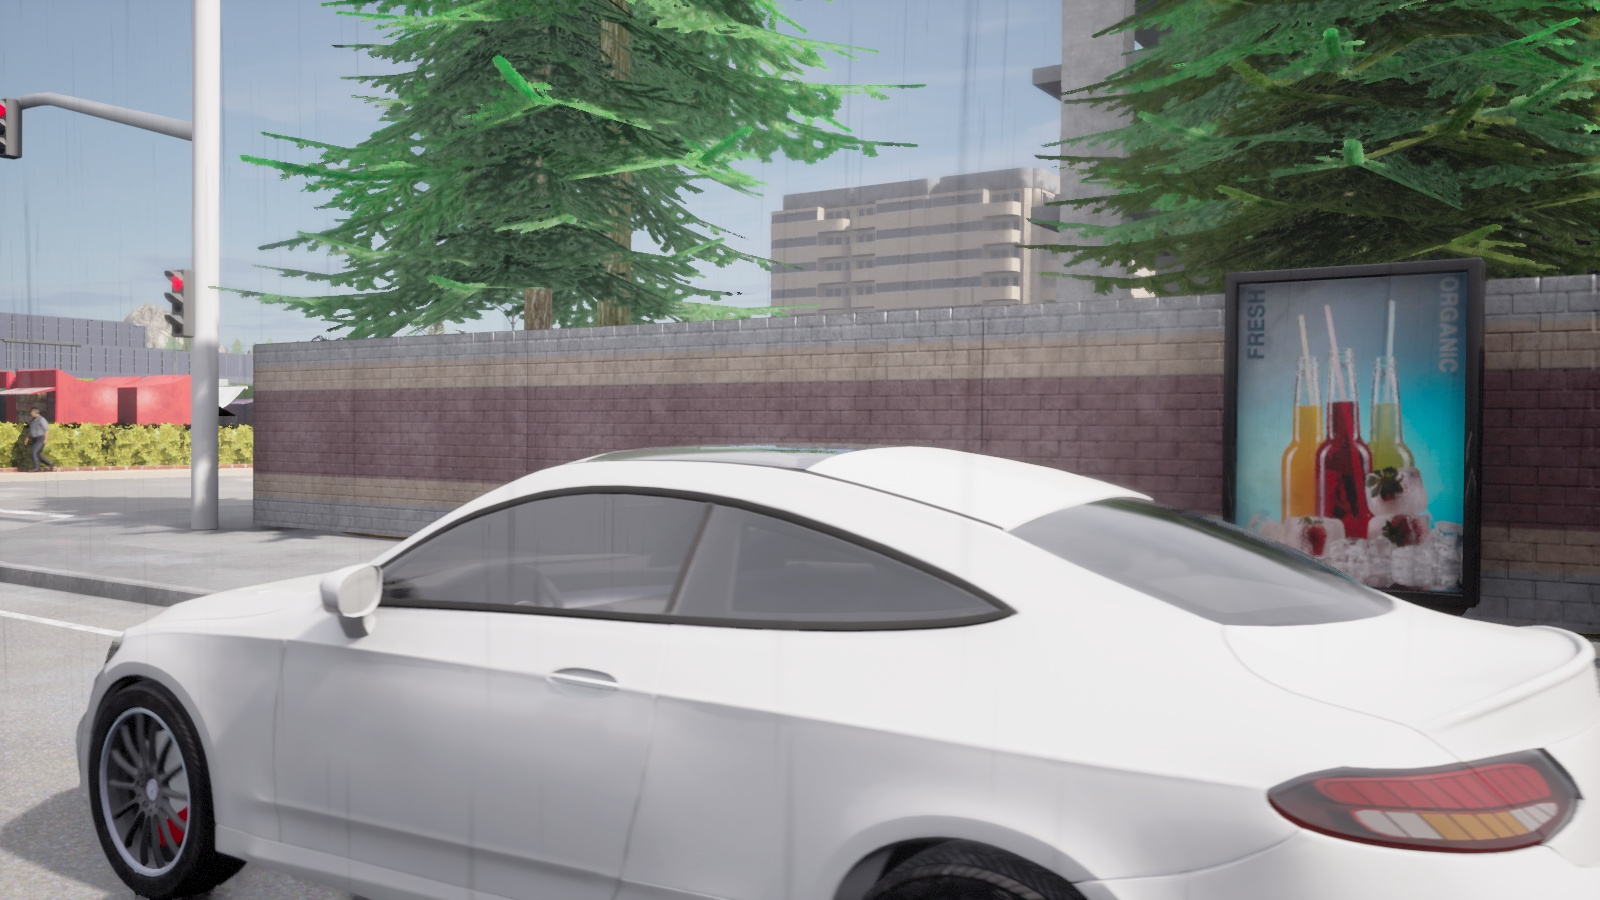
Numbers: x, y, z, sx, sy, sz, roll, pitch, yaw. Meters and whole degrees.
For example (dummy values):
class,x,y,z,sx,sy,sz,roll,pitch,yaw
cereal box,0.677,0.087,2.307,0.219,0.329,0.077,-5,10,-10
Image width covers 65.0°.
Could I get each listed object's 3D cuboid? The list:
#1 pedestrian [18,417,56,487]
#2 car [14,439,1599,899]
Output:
class,x,y,z,sx,sy,sz,roll,pitch,yaw
pedestrian,-20.526,0.054,33.789,0.540,1.848,0.694,0,1,35
car,-0.244,0.708,3.785,4.674,1.442,1.812,0,1,34
